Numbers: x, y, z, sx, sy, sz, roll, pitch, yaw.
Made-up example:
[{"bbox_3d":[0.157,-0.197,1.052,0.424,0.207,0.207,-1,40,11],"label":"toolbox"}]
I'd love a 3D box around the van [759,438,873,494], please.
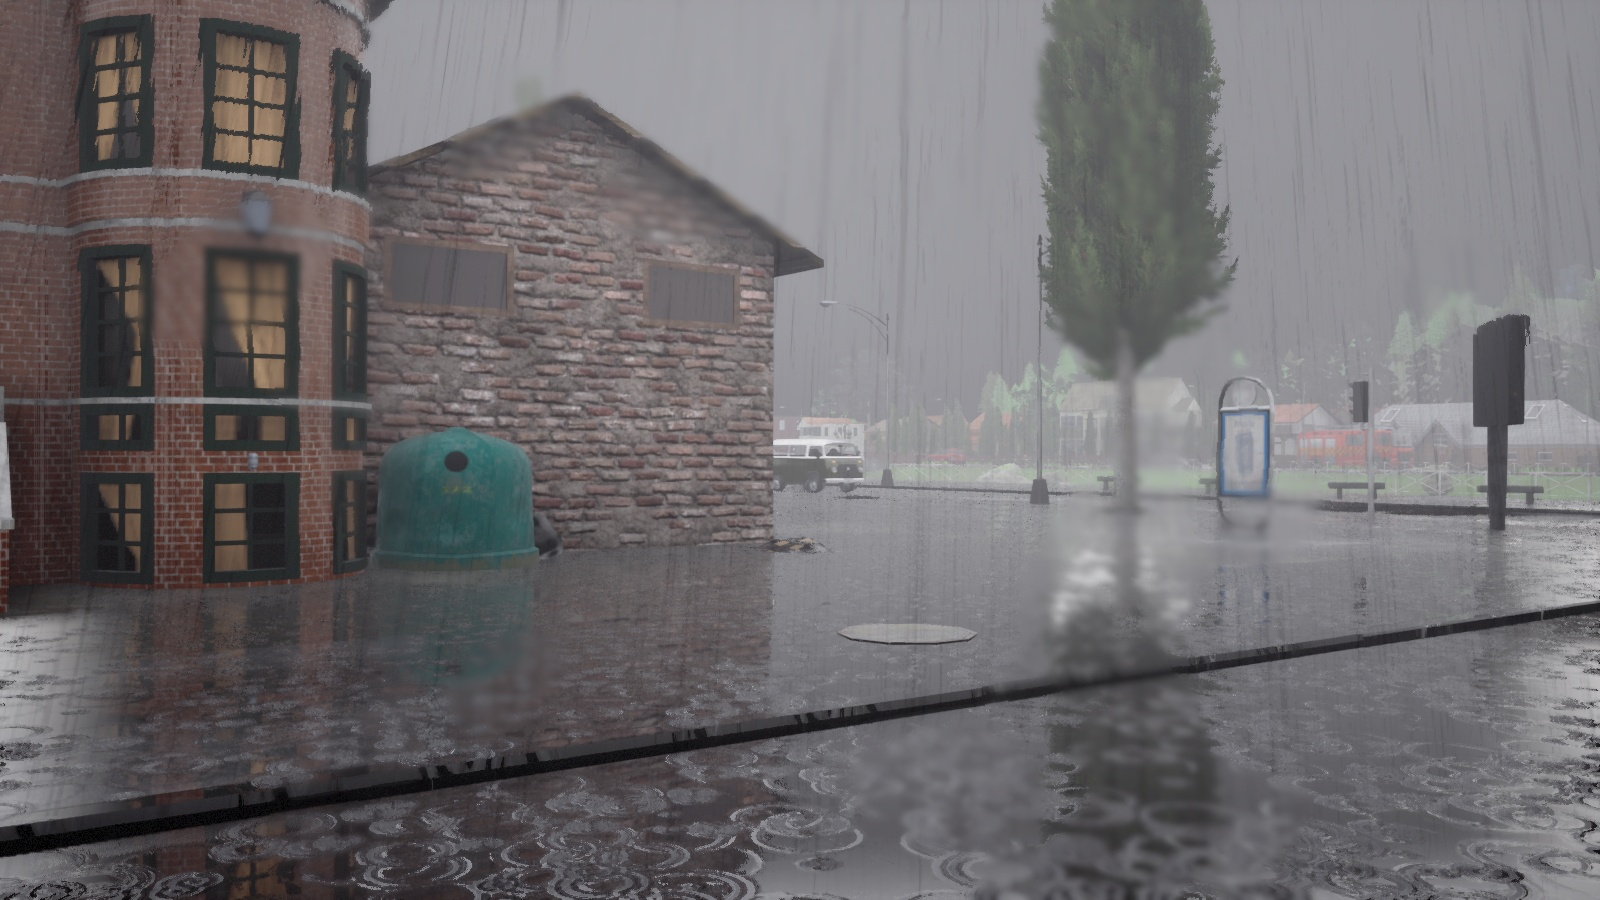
[{"bbox_3d":[0.552,0.584,47.700,2.069,2.038,4.480,0,0,-35],"label":"van"}]
